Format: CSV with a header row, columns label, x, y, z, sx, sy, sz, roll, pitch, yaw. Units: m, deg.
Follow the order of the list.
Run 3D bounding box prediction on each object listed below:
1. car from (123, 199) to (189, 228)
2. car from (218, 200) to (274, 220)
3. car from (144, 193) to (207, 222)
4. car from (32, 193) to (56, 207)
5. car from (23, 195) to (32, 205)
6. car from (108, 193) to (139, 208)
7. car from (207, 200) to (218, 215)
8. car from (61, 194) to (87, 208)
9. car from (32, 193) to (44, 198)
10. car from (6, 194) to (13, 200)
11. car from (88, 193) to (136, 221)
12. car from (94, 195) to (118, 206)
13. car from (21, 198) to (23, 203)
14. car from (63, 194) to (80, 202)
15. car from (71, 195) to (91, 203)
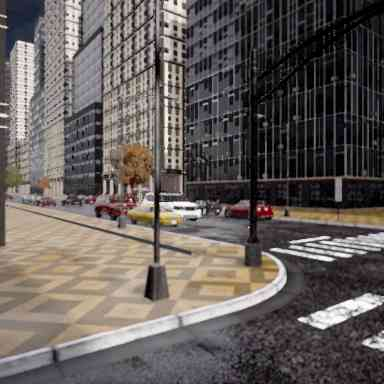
label,x,y,z,sx,sy,sz,roll,pitch,yaw
car,-2.469,1.400,21.037,1.752,1.417,4.829,1,0,-37
car,4.374,1.333,26.316,1.967,1.590,4.097,1,0,-37
car,-1.690,1.088,24.548,2.150,2.045,5.566,0,0,-37
car,-19.358,1.241,44.056,1.887,1.381,4.507,1,0,-37
car,-22.736,1.208,48.616,2.008,1.369,4.403,1,0,-37
car,-9.241,1.067,44.480,2.192,1.841,5.009,1,0,-37
car,0.969,1.410,30.860,2.008,1.369,4.403,1,0,-37
car,-15.866,1.223,43.779,1.837,1.490,4.892,0,0,-36
car,-39.642,0.936,85.521,1.947,1.339,4.313,1,0,-37
car,-39.627,0.989,71.420,1.887,1.381,4.507,1,0,-37
car,-5.924,1.155,25.755,2.192,1.841,5.009,1,0,-37
car,-12.721,1.238,49.177,1.752,1.417,4.829,1,0,-37
car,-26.113,1.168,53.177,2.008,1.369,4.403,1,0,-37
car,-22.855,1.119,62.857,1.752,1.417,4.829,1,0,-37
car,-19.375,1.187,58.159,2.008,1.369,4.403,1,0,-37
